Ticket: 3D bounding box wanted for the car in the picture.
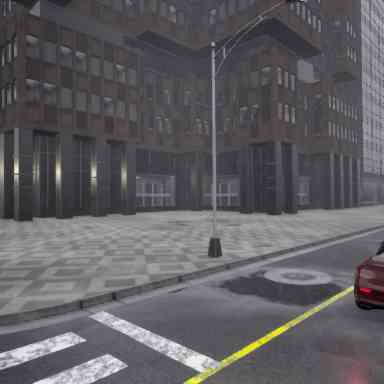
[{"bbox_3d":[4.838,1.535,6.820,1.812,1.442,4.674,-1,-1,44],"label":"car"}]
